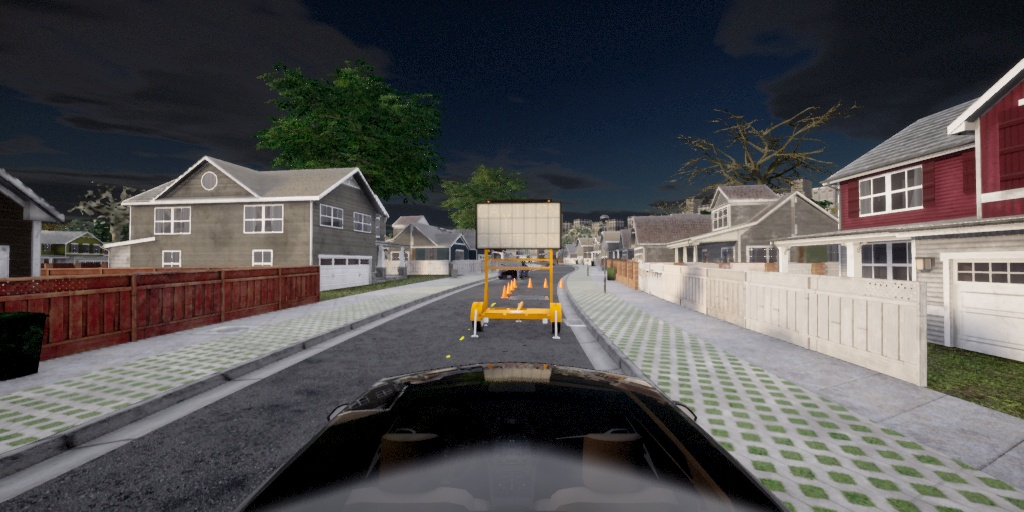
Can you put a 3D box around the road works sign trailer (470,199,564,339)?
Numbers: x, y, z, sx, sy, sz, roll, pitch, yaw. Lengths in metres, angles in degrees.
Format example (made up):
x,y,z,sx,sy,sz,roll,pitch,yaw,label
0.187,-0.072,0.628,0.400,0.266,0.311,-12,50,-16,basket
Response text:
x,y,z,sx,sy,sz,roll,pitch,yaw,label
0.196,0.220,10.165,2.380,3.560,2.880,0,0,5,road works sign trailer

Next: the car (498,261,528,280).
x,y,z,sx,sy,sz,roll,pitch,yaw,label
0.163,1.152,31.979,2.097,1.767,4.553,0,0,11,car
